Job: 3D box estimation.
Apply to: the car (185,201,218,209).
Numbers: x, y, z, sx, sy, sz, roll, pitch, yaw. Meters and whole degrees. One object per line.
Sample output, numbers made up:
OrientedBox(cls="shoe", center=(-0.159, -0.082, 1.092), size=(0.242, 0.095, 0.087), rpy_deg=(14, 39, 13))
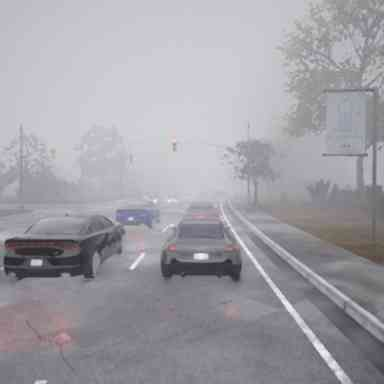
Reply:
OrientedBox(cls="car", center=(0.555, 1.230, 19.160), size=(1.994, 1.385, 4.181), rpy_deg=(0, 1, 2))

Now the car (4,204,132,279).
OrientedBox(cls="car", center=(-3.248, 1.310, 9.523), size=(1.882, 1.535, 5.008), rpy_deg=(0, 1, 1))

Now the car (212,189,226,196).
OrientedBox(cls="car", center=(6.273, 0.134, 77.194), size=(1.882, 1.535, 5.008), rpy_deg=(0, 1, 10))

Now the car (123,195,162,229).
OrientedBox(cls="car", center=(-2.954, 1.146, 19.015), size=(1.882, 1.535, 5.008), rpy_deg=(0, 1, 2))

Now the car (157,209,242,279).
OrientedBox(cls="car", center=(0.254, 1.396, 9.533), size=(1.994, 1.385, 4.181), rpy_deg=(0, 1, 1))

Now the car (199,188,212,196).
OrientedBox(cls="car", center=(2.744, 0.130, 77.295), size=(1.882, 1.535, 5.008), rpy_deg=(0, 1, 10))

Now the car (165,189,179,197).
OrientedBox(cls="car", center=(-4.536, 0.205, 76.064), size=(2.128, 1.511, 4.902), rpy_deg=(0, 1, 8))

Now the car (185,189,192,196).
OrientedBox(cls="car", center=(-1.065, 0.188, 75.607), size=(1.837, 1.490, 4.892), rpy_deg=(0, 1, 8))

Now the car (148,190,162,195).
OrientedBox(cls="car", center=(-6.700, 0.436, 60.725), size=(2.128, 1.511, 4.902), rpy_deg=(0, 1, 7))

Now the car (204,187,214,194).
OrientedBox(cls="car", center=(4.480, -0.311, 87.479), size=(2.097, 1.767, 4.553), rpy_deg=(0, 1, 11))

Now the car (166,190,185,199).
OrientedBox(cls="car", center=(-3.226, 0.444, 60.289), size=(2.128, 1.511, 4.902), rpy_deg=(0, 1, 7))
